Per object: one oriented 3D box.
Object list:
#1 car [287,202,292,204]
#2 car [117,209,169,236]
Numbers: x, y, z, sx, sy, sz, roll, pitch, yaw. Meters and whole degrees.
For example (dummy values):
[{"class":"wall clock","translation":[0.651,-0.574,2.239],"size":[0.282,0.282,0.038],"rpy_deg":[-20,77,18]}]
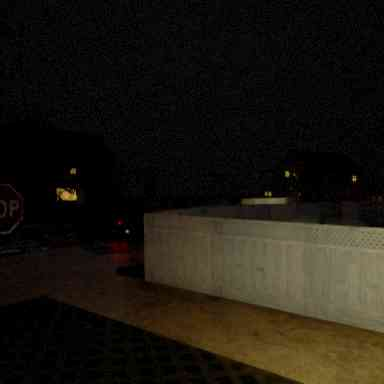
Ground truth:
[{"class":"car","translation":[8.759,1.313,26.745],"size":[4.553,1.767,2.097],"rpy_deg":[0,0,-33]},{"class":"car","translation":[-1.185,1.517,16.591],"size":[4.718,1.301,1.895],"rpy_deg":[0,0,-35]}]
